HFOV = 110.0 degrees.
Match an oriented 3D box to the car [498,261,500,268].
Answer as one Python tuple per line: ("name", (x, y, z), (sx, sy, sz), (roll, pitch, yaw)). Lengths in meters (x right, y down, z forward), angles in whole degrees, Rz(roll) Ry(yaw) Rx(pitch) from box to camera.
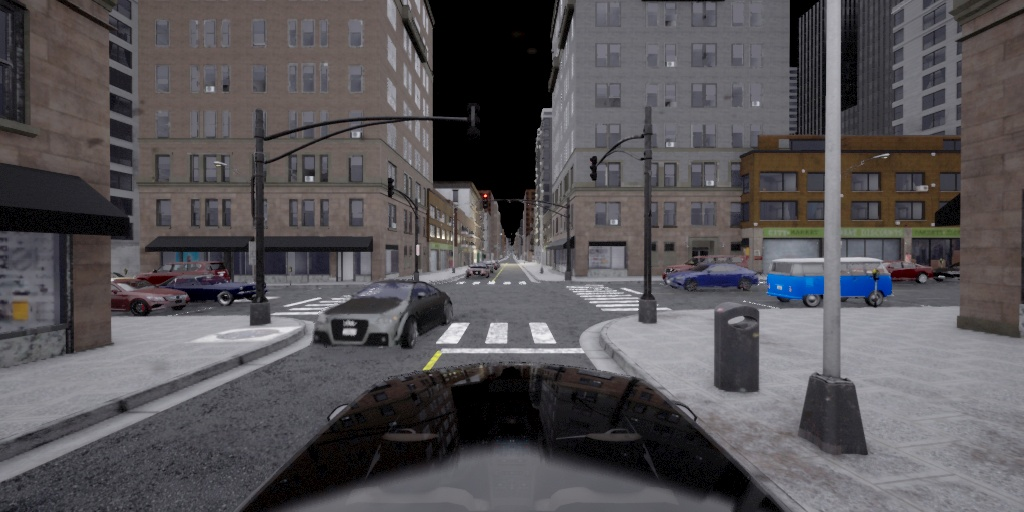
("car", (-3.080, 1.299, 52.336), (1.812, 1.442, 4.674), (0, 0, 0))

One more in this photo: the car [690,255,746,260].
("car", (12.097, 0.871, 22.286), (5.009, 1.841, 2.192), (0, 0, 0))

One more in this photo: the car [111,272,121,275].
("car", (-26.019, 1.550, 22.193), (4.829, 1.417, 1.751), (0, 0, 0))

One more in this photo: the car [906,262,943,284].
("car", (23.314, 0.964, 22.313), (4.507, 1.381, 1.888), (0, 0, 0))

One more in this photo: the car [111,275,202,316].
("car", (-14.818, 1.527, 13.695), (4.207, 1.307, 1.802), (0, 0, 0))

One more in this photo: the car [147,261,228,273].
("car", (-20.344, 1.269, 22.207), (5.009, 1.841, 2.192), (0, 0, 0))

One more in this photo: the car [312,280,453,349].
("car", (-2.953, 1.312, 9.057), (1.994, 1.385, 4.181), (0, 0, 8))

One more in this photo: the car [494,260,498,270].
("car", (-3.092, 1.253, 42.622), (2.128, 1.511, 4.902), (0, 0, 0))

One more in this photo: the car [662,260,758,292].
("car", (10.865, 1.116, 19.599), (4.674, 1.442, 1.812), (-1, 0, -1))

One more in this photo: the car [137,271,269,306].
("car", (-13.954, 1.517, 16.360), (4.718, 1.301, 1.895), (-1, 0, 0))

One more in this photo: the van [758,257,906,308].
("van", (12.118, 0.957, 13.761), (3.998, 1.789, 1.690), (0, 0, 0))

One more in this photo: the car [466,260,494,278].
("car", (-3.085, 1.318, 33.636), (1.994, 1.385, 4.181), (0, 0, 1))

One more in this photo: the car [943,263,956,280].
("car", (28.924, 0.915, 22.327), (4.313, 1.339, 1.948), (0, 0, 0))

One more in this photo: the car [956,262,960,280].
("car", (28.423, 0.922, 19.656), (5.357, 1.411, 2.033), (-1, 0, 0))
